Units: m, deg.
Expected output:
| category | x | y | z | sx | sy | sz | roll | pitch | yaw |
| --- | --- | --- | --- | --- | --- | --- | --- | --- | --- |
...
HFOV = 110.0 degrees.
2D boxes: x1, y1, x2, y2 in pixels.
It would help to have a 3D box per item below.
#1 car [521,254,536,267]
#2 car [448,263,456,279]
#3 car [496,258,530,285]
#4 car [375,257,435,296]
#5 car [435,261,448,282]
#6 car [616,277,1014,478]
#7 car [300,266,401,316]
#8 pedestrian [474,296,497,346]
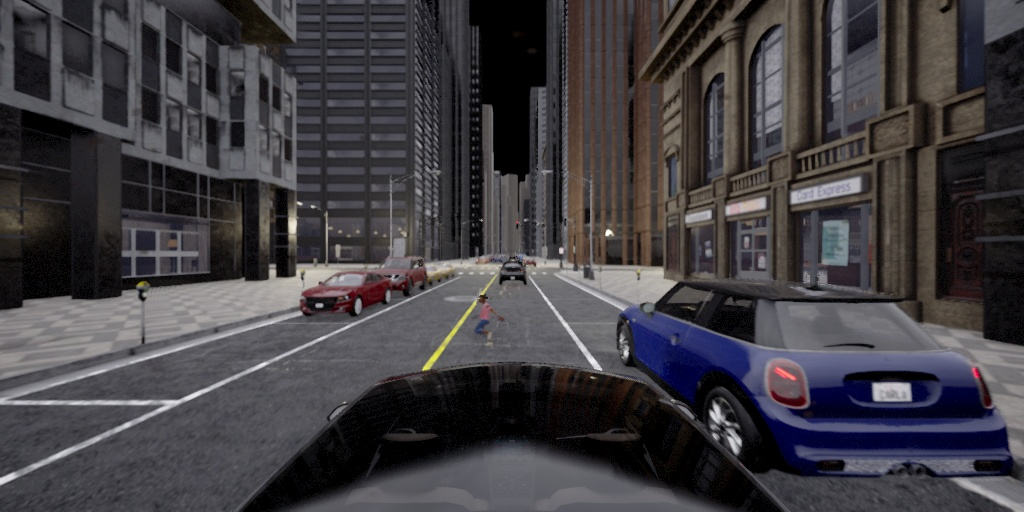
| category | x | y | z | sx | sy | sz | roll | pitch | yaw |
| --- | --- | --- | --- | --- | --- | --- | --- | --- | --- |
| car | 2.799 | 0.832 | 56.551 | 1.967 | 1.591 | 4.097 | 0 | 0 | 0 |
| car | -5.744 | 1.090 | 29.593 | 1.751 | 1.417 | 4.829 | 0 | 0 | 0 |
| car | 0.071 | 1.103 | 24.663 | 1.837 | 1.490 | 4.892 | 0 | 0 | 0 |
| car | -5.751 | 0.952 | 18.560 | 2.192 | 1.841 | 5.009 | 0 | 0 | 0 |
| car | -5.748 | 1.126 | 23.992 | 1.751 | 1.417 | 4.829 | 0 | 0 | 0 |
| car | 3.002 | 1.080 | 4.958 | 2.097 | 1.767 | 4.553 | 0 | 0 | 0 |
| car | -5.755 | 1.220 | 12.958 | 1.888 | 1.381 | 4.507 | 0 | 0 | 0 |
| pedestrian | -0.568 | 1.003 | 7.768 | 0.375 | 1.860 | 0.375 | 0 | 0 | 0 |
